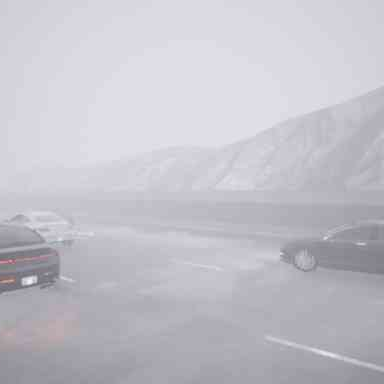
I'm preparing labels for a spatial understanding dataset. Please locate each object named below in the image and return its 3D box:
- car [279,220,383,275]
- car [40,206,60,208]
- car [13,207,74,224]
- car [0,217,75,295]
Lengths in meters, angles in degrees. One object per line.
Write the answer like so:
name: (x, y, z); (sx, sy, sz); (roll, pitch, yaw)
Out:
car: (4.891, 1.543, 9.210); (4.892, 1.490, 1.837); (0, 0, 36)
car: (-9.261, 1.576, 21.263); (4.181, 1.385, 1.994); (0, 0, 44)
car: (-6.688, 1.532, 14.073); (4.674, 1.442, 1.812); (0, 0, 41)
car: (-5.095, 1.505, 8.122); (4.892, 1.490, 1.837); (0, 0, 39)
